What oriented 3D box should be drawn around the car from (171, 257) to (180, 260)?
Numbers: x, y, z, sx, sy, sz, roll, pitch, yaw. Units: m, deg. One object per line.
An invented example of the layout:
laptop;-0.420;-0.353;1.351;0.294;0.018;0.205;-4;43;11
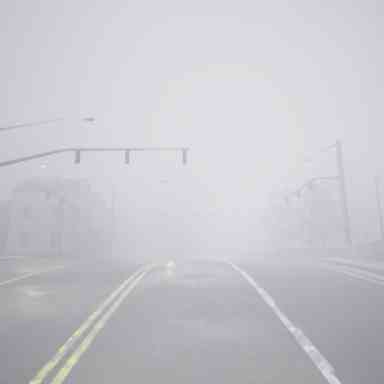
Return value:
car;-3.507;14.413;69.843;1.882;1.535;5.008;0;-13;0
